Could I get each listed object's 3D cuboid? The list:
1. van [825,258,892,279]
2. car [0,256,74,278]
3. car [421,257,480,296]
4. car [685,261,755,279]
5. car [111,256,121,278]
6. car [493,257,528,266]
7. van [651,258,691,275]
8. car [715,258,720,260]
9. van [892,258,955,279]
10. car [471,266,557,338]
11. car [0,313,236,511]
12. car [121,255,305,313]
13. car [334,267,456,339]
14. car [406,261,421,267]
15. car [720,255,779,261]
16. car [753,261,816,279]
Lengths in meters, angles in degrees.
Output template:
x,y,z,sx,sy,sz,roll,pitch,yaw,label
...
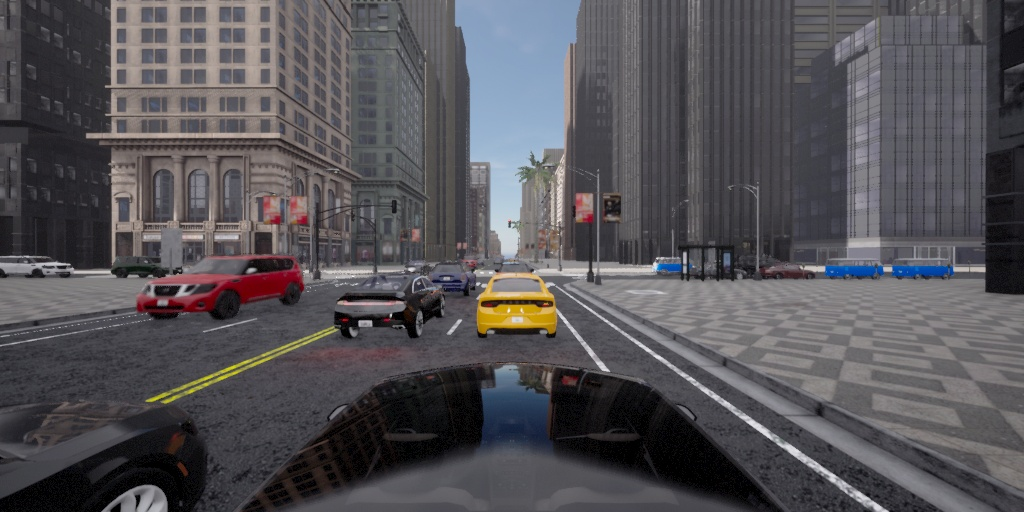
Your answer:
x,y,z,sx,sy,sz,roll,pitch,yaw,label
28.471,1.078,29.817,3.998,1.789,1.690,0,0,0,van
-43.719,1.017,32.739,5.566,2.045,2.150,0,0,0,car
-3.122,1.100,19.267,2.097,1.767,4.553,0,0,0,car
17.115,1.295,29.832,4.403,1.370,2.007,0,0,0,car
-33.012,1.004,32.664,5.566,2.045,2.150,0,0,0,car
0.128,1.100,19.291,2.097,1.767,4.553,0,0,0,car
17.125,1.060,38.357,3.998,1.789,1.690,0,0,0,van
22.802,1.030,38.350,5.009,1.841,2.192,0,0,0,car
34.148,1.076,29.810,3.998,1.789,1.690,0,0,0,van
0.111,1.226,10.217,1.882,1.535,5.008,0,0,0,car
-3.152,1.255,0.612,1.837,1.490,4.892,0,0,0,car
-9.833,0.971,12.863,2.150,2.045,5.566,0,0,0,car
-3.138,1.240,10.128,2.128,1.511,4.902,0,0,0,car
-9.792,1.239,37.349,2.128,1.511,4.902,0,0,0,car
22.517,0.955,32.482,5.566,2.045,2.150,0,0,0,car
22.793,1.323,29.825,4.207,1.307,1.802,0,0,0,car
